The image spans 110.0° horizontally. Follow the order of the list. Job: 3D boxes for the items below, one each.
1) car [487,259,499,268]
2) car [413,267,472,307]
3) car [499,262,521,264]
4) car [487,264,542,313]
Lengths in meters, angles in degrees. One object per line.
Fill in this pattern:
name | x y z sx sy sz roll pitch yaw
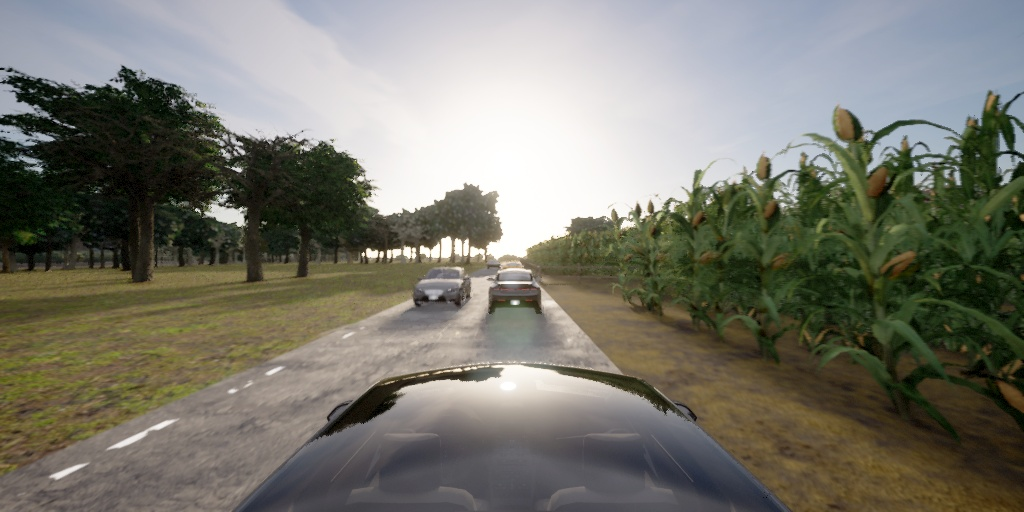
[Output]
car | -2.808 1.258 55.105 1.882 1.535 5.008 0 0 0
car | -2.846 1.237 15.465 2.128 1.511 4.902 0 0 0
car | 0.106 1.226 31.894 1.882 1.535 5.008 0 0 0
car | 0.095 1.251 13.997 1.837 1.490 4.892 0 0 0
